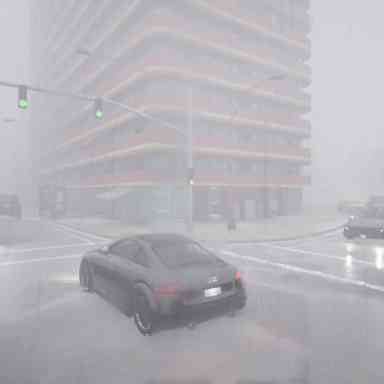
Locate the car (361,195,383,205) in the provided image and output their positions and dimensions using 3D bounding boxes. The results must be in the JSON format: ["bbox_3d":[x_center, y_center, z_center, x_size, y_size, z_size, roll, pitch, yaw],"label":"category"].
[{"bbox_3d":[14.425,1.232,25.141,2.150,2.045,5.566,0,0,23],"label":"car"}]

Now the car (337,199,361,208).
[{"bbox_3d":[16.969,1.508,35.107,1.882,1.535,5.008,0,0,5],"label":"car"}]

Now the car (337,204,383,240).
[{"bbox_3d":[9.119,1.540,16.442,2.033,1.411,5.357,0,0,40],"label":"car"}]

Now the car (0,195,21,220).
[{"bbox_3d":[-16.124,1.270,28.437,2.150,2.045,5.566,0,0,-35],"label":"car"}]

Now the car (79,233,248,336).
[{"bbox_3d":[-0.838,1.556,6.892,1.994,1.385,4.181,0,0,-36],"label":"car"}]
